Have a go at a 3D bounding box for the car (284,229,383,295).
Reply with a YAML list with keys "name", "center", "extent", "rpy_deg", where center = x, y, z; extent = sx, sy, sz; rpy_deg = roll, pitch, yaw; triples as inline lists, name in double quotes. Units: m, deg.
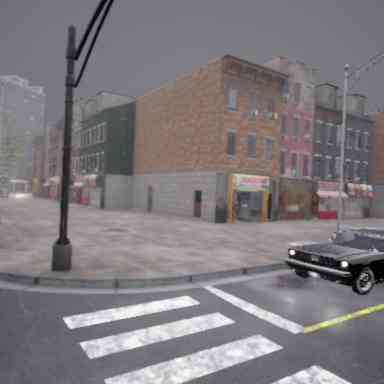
- name: "car"
  center: [4.758, 1.730, 9.181]
  extent: [4.718, 1.301, 1.895]
  rpy_deg: [2, 1, -34]
